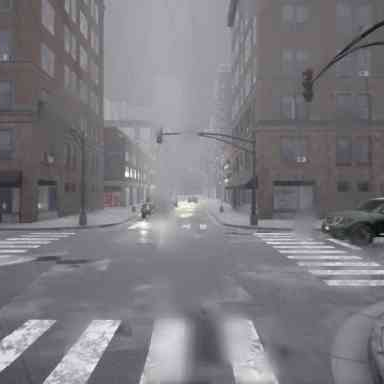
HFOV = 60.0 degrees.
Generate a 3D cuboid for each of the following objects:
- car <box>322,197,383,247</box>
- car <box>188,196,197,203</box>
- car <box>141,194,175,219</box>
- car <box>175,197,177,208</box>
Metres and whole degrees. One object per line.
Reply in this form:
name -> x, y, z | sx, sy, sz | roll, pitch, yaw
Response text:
car -> 8.741, 1.236, 14.664 | 5.566, 2.045, 2.150 | 0, 0, 0
car -> 0.130, 1.519, 70.034 | 2.128, 1.511, 4.902 | 0, 0, 0
car -> -3.075, 1.236, 29.788 | 2.150, 2.045, 5.566 | 0, 0, 2
car -> -3.087, 1.545, 39.461 | 1.812, 1.442, 4.674 | 0, 0, 0
